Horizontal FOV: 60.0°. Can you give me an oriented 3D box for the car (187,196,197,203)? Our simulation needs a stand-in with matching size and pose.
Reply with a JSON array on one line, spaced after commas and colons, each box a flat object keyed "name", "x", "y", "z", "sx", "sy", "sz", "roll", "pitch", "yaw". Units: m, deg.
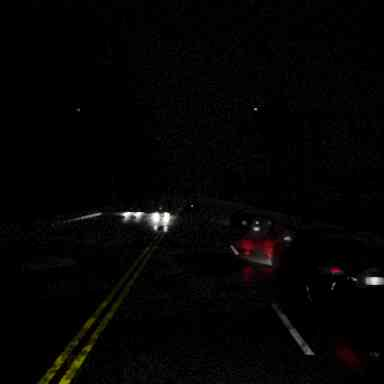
[{"name": "car", "x": 0.011, "y": 1.668, "z": 73.770, "sx": 2.033, "sy": 1.411, "sz": 5.357, "roll": 0, "pitch": 0, "yaw": 0}]

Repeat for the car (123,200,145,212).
[{"name": "car", "x": -6.547, "y": 1.567, "z": 37.980, "sx": 1.994, "sy": 1.385, "sz": 4.181, "roll": 0, "pitch": 0, "yaw": 0}]

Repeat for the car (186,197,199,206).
[{"name": "car", "x": 0.110, "y": 1.599, "z": 56.070, "sx": 2.033, "sy": 1.411, "sz": 5.357, "roll": 0, "pitch": 0, "yaw": 0}]

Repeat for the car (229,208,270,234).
[{"name": "car", "x": 3.253, "y": 1.580, "z": 18.961, "sx": 1.895, "sy": 1.301, "sz": 4.718, "roll": 0, "pitch": 0, "yaw": 0}]

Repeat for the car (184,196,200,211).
[{"name": "car", "x": 0.000, "y": 1.569, "z": 40.141, "sx": 1.994, "sy": 1.385, "sz": 4.181, "roll": 0, "pitch": 0, "yaw": 0}]

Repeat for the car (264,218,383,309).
[{"name": "car", "x": 3.252, "y": 1.550, "z": 7.930, "sx": 1.994, "sy": 1.385, "sz": 4.181, "roll": 0, "pitch": 0, "yaw": 0}]

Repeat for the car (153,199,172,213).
[{"name": "car", "x": -3.298, "y": 1.494, "z": 37.490, "sx": 2.128, "sy": 1.511, "sz": 4.902, "roll": 0, "pitch": 0, "yaw": 0}]
